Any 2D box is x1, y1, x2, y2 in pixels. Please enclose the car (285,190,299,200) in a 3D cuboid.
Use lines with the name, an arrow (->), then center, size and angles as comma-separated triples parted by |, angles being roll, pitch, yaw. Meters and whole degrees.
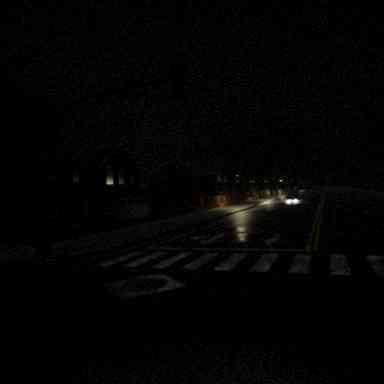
car -> 17.472, 0.505, 57.947 | 2.128, 1.511, 4.902 | -3, 1, 22
